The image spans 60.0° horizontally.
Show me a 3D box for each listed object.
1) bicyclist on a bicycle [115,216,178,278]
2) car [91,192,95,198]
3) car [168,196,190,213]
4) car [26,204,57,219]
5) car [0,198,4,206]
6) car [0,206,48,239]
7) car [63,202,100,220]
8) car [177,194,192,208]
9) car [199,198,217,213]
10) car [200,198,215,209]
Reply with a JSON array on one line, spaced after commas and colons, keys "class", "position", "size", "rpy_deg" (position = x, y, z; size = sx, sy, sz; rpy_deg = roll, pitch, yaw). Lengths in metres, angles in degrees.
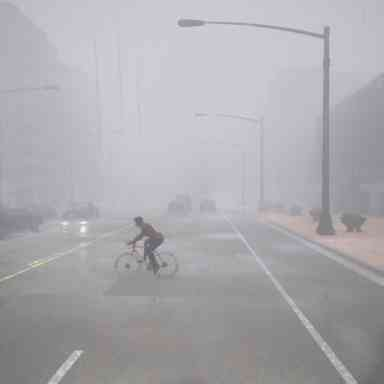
[{"class": "bicyclist on a bicycle", "position": [-1.201, 1.455, 8.623], "size": [1.656, 1.620, 0.582], "rpy_deg": [-2, 0, 3]}, {"class": "car", "position": [-25.657, 0.799, 82.982], "size": [1.970, 1.475, 3.806], "rpy_deg": [0, 2, 3]}, {"class": "car", "position": [-1.673, 1.582, 38.504], "size": [1.882, 1.535, 5.008], "rpy_deg": [0, 0, 3]}, {"class": "car", "position": [-12.793, 1.636, 27.187], "size": [1.994, 1.385, 4.181], "rpy_deg": [0, 0, 3]}, {"class": "car", "position": [-13.261, 1.225, 19.428], "size": [2.150, 2.045, 5.566], "rpy_deg": [0, 0, 2]}, {"class": "car", "position": [-9.818, 1.604, 17.497], "size": [1.895, 1.301, 4.718], "rpy_deg": [0, 0, 3]}, {"class": "car", "position": [-9.314, 1.573, 28.374], "size": [1.812, 1.442, 4.674], "rpy_deg": [0, 0, 3]}, {"class": "car", "position": [-1.224, 1.367, 48.548], "size": [2.150, 2.045, 5.566], "rpy_deg": [0, 0, 3]}, {"class": "car", "position": [1.866, 1.606, 39.156], "size": [2.128, 1.511, 4.902], "rpy_deg": [0, 0, 3]}, {"class": "car", "position": [2.311, 1.647, 49.120], "size": [2.128, 1.511, 4.902], "rpy_deg": [0, 0, 3]}]
